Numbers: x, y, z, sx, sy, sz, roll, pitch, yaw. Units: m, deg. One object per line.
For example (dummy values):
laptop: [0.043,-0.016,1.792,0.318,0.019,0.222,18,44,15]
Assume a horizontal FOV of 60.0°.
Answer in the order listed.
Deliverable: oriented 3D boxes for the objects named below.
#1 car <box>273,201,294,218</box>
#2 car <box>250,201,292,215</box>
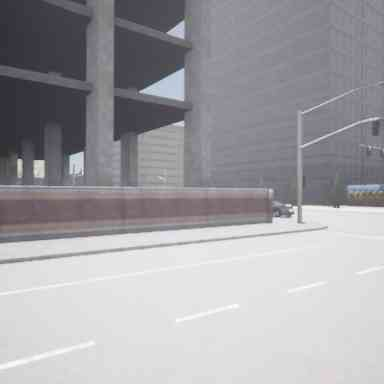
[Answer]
car: [7.522,1.595,31.935,2.128,1.511,4.902,0,0,-36]
car: [8.603,1.683,36.405,1.994,1.385,4.181,0,0,-36]
